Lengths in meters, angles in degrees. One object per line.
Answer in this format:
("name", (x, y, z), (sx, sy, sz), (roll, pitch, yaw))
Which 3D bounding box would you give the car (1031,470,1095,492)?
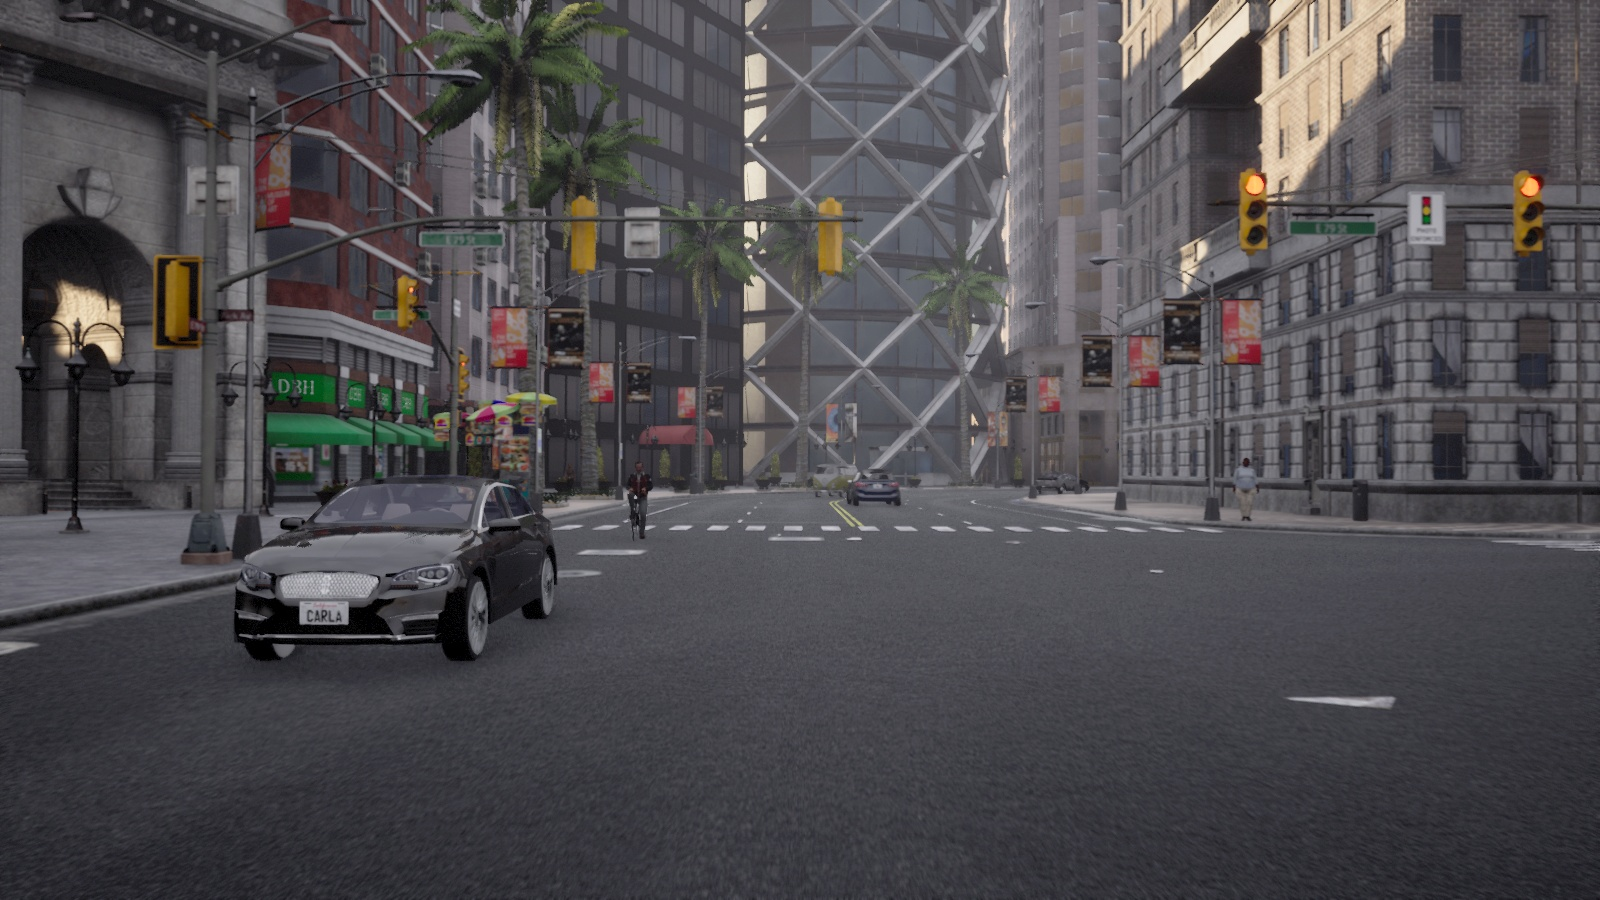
("car", (18.559, 2.177, 88.448), (2.128, 1.511, 4.902), (-1, -1, 44))

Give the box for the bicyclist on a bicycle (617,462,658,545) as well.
("bicyclist on a bicycle", (-3.568, 1.163, 27.701), (0.659, 1.776, 1.843), (0, -1, 0))

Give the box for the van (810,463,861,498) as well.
("van", (2.115, 1.804, 74.391), (1.775, 1.987, 4.442), (-1, -1, 19))

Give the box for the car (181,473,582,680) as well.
("car", (-3.529, 0.982, 11.769), (2.128, 1.511, 4.902), (0, -1, 0))

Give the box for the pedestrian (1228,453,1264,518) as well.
("pedestrian", (13.064, 1.035, 36.817), (0.874, 1.855, 0.900), (0, -1, 13))

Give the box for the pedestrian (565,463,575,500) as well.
("pedestrian", (-11.660, 1.584, 63.663), (0.331, 1.846, 0.634), (0, -1, 11))

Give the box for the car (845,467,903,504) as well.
("car", (3.389, 1.626, 58.562), (2.242, 1.667, 4.611), (0, -1, -3))
